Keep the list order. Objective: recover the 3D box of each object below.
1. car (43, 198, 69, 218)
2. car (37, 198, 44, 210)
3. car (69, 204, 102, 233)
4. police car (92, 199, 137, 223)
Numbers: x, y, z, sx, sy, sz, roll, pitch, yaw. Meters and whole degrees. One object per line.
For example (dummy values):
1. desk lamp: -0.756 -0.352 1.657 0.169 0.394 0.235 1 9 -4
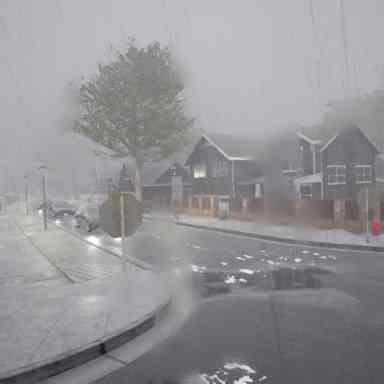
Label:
1. car: -12.346 1.585 31.292 2.033 1.411 5.357 -3 2 -30
2. car: -19.314 1.541 43.966 1.837 1.490 4.892 -3 1 -28
3. car: -5.977 1.559 20.627 1.837 1.490 4.892 -3 1 -31
4. police car: -6.358 1.424 26.880 2.038 1.542 4.974 -3 1 -31
